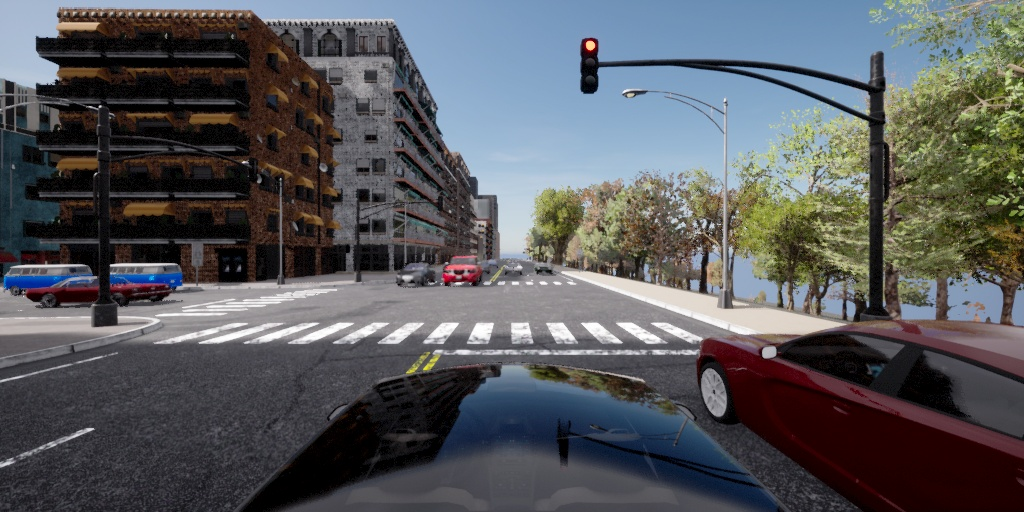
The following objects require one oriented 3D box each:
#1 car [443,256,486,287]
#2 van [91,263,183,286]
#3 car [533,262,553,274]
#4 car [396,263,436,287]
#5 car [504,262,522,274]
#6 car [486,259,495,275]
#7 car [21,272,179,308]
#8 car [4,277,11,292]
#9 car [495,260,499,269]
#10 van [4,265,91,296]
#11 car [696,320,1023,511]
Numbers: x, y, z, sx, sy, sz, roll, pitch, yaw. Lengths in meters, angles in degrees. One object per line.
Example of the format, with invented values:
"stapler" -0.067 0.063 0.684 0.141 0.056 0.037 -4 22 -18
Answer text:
"car" -3.335 0.987 25.266 2.150 2.045 5.566 0 0 0
"van" -22.701 1.351 22.024 3.998 1.789 1.690 0 0 -1
"car" 3.387 1.356 40.051 1.895 1.301 4.718 0 0 0
"car" -6.583 1.267 25.031 2.128 1.511 4.902 0 1 0
"car" 0.136 1.356 40.077 1.895 1.301 4.718 0 0 0
"car" -3.315 1.247 38.990 2.128 1.511 4.902 0 0 0
"car" -18.514 1.579 16.282 4.718 1.301 1.895 -1 0 -1
"car" -22.621 1.624 13.678 4.207 1.307 1.802 0 0 -1
"car" -3.275 1.292 58.945 1.812 1.442 4.674 0 0 0
"van" -28.302 1.425 21.953 3.998 1.789 1.690 0 0 -1
"car" 3.350 1.228 2.718 1.882 1.535 5.008 0 0 0
